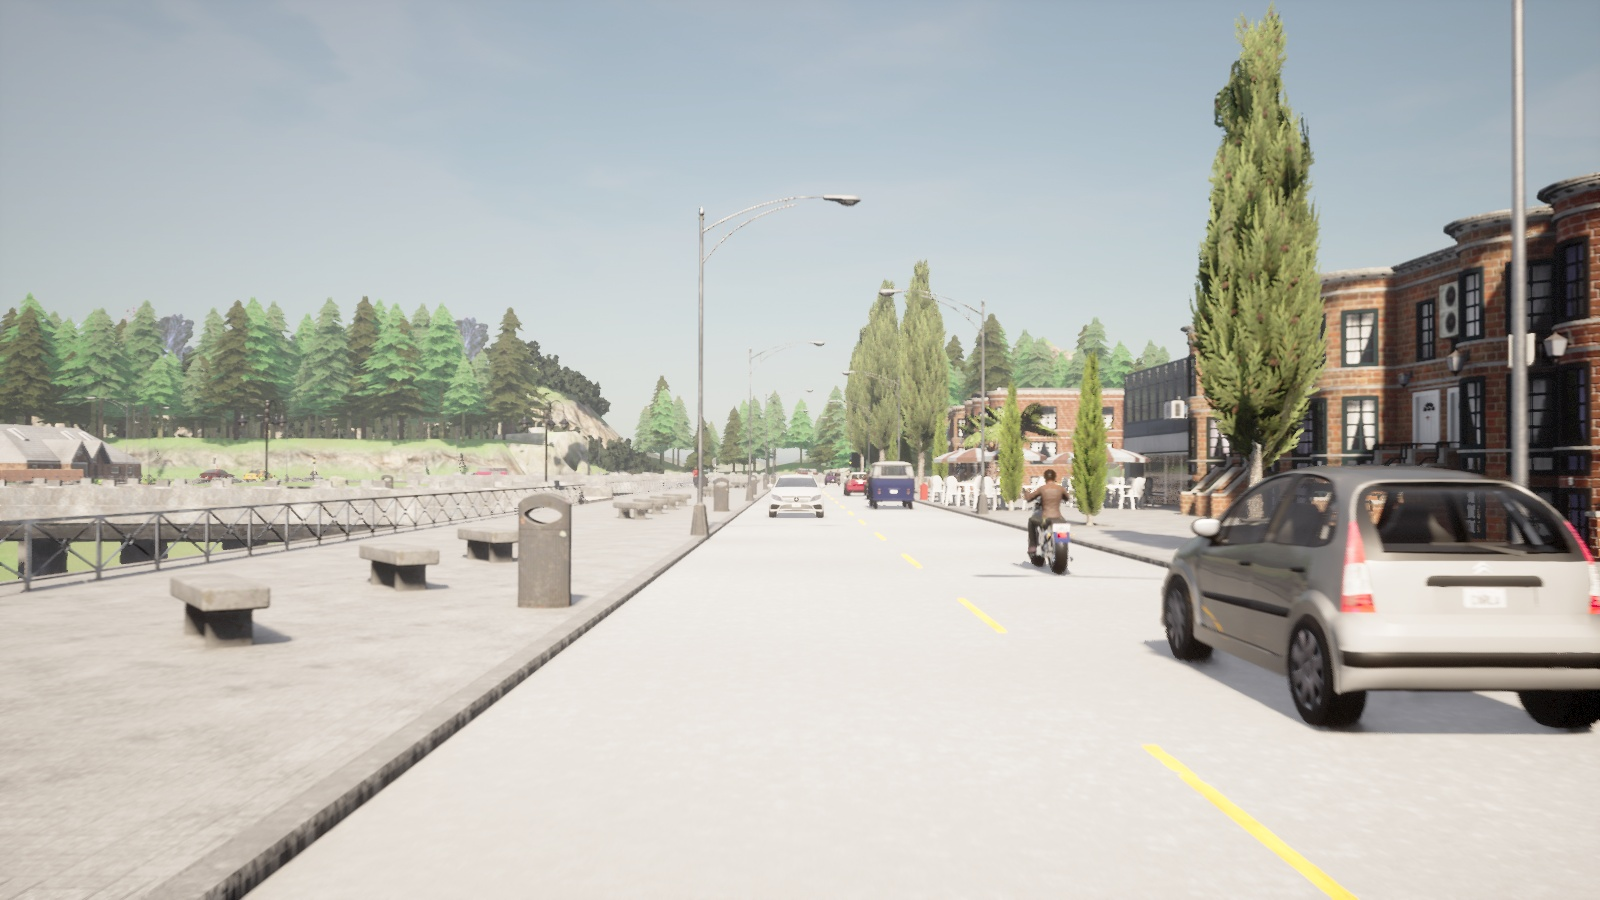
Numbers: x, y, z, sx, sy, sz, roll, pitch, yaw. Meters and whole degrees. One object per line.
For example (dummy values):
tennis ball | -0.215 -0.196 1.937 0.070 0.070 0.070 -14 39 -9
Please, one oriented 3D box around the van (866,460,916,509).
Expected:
van | 3.859 1.452 53.793 1.775 1.987 4.442 0 -1 0

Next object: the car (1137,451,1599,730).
car | 3.974 0.853 9.331 1.851 1.617 3.988 0 -1 0

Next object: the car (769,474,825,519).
car | -0.111 1.562 43.057 1.812 1.442 4.674 0 -1 0

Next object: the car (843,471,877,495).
car | 3.792 2.112 80.444 1.970 1.475 3.806 0 -1 0

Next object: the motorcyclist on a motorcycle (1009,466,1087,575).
motorcyclist on a motorcycle | 3.946 1.087 20.170 0.766 1.649 2.350 0 -1 0
